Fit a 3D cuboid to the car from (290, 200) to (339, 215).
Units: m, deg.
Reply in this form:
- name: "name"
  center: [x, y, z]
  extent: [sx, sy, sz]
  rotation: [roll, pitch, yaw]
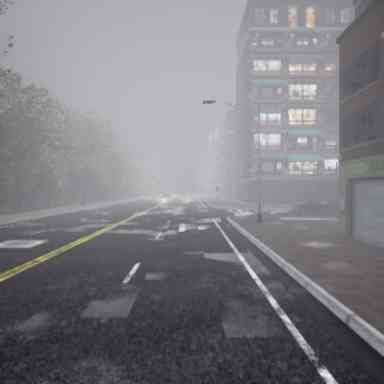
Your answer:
- name: "car"
  center: [12.202, 1.575, 33.886]
  extent: [4.181, 1.385, 1.994]
  rotation: [1, 0, 0]

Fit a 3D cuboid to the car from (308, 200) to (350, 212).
- name: "car"
  center: [16.289, 1.611, 39.580]
  extent: [4.206, 1.307, 1.802]
  rotation: [1, 0, 0]

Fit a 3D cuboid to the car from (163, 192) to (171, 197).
- name: "car"
  center: [-6.523, 0.625, 86.048]
  extent: [2.033, 1.411, 5.357]
  rotation: [0, 0, 0]

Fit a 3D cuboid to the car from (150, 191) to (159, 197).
- name: "car"
  center: [-9.773, 0.562, 86.047]
  extent: [1.882, 1.535, 5.008]
  rotation: [0, 0, 0]
